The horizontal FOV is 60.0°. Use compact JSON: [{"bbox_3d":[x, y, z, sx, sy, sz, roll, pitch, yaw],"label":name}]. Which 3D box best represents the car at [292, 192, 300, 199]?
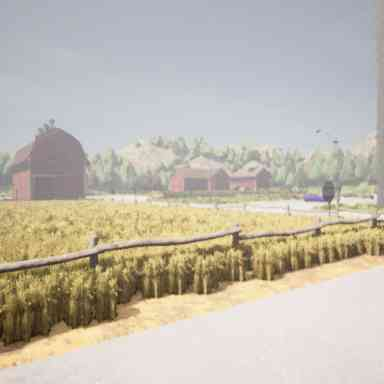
[{"bbox_3d":[26.541,0.864,80.189,1.932,1.855,4.605,0,0,-36],"label":"car"}]

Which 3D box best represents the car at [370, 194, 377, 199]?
[{"bbox_3d":[42.577,0.798,75.460,1.905,1.878,3.866,0,0,-36],"label":"car"}]

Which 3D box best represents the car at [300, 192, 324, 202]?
[{"bbox_3d":[22.999,1.127,61.228,2.242,1.667,4.611,0,0,-36],"label":"car"}]
